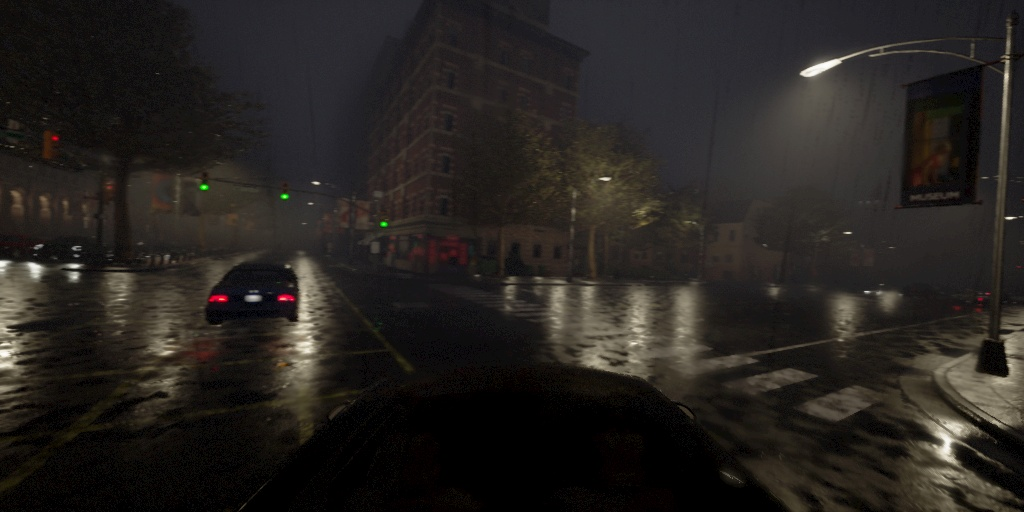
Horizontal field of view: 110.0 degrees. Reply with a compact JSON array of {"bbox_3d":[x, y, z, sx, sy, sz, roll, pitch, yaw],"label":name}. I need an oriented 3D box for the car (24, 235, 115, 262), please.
[{"bbox_3d":[-28.418,-0.569,23.330,2.097,1.767,4.553,3,0,-31],"label":"car"}]

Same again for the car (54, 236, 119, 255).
[{"bbox_3d":[-37.389,-0.901,31.708,2.033,1.411,5.357,3,0,-31],"label":"car"}]

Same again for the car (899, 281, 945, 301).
[{"bbox_3d":[40.649,3.596,35.622,5.008,1.535,1.882,3,0,-31],"label":"car"}]

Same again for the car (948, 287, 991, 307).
[{"bbox_3d":[40.694,3.723,31.613,4.718,1.301,1.895,3,0,-31],"label":"car"}]

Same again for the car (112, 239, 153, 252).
[{"bbox_3d":[-42.483,-1.148,40.269,1.895,1.301,4.718,3,0,-31],"label":"car"}]

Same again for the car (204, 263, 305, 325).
[{"bbox_3d":[-6.889,0.891,9.931,2.033,1.411,5.357,3,0,-31],"label":"car"}]

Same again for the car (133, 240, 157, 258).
[{"bbox_3d":[-32.798,-0.616,30.779,1.994,1.385,4.181,3,0,-31],"label":"car"}]

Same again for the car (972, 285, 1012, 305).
[{"bbox_3d":[50.307,4.175,37.447,4.902,1.511,2.128,3,0,-31],"label":"car"}]

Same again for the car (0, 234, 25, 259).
[{"bbox_3d":[-32.455,-0.680,23.296,1.882,1.535,5.008,3,0,-30],"label":"car"}]

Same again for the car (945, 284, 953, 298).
[{"bbox_3d":[49.996,4.228,41.274,4.181,1.385,1.994,3,0,-31],"label":"car"}]

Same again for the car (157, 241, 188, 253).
[{"bbox_3d":[-38.051,-0.889,39.655,1.895,1.301,4.718,3,0,-31],"label":"car"}]
